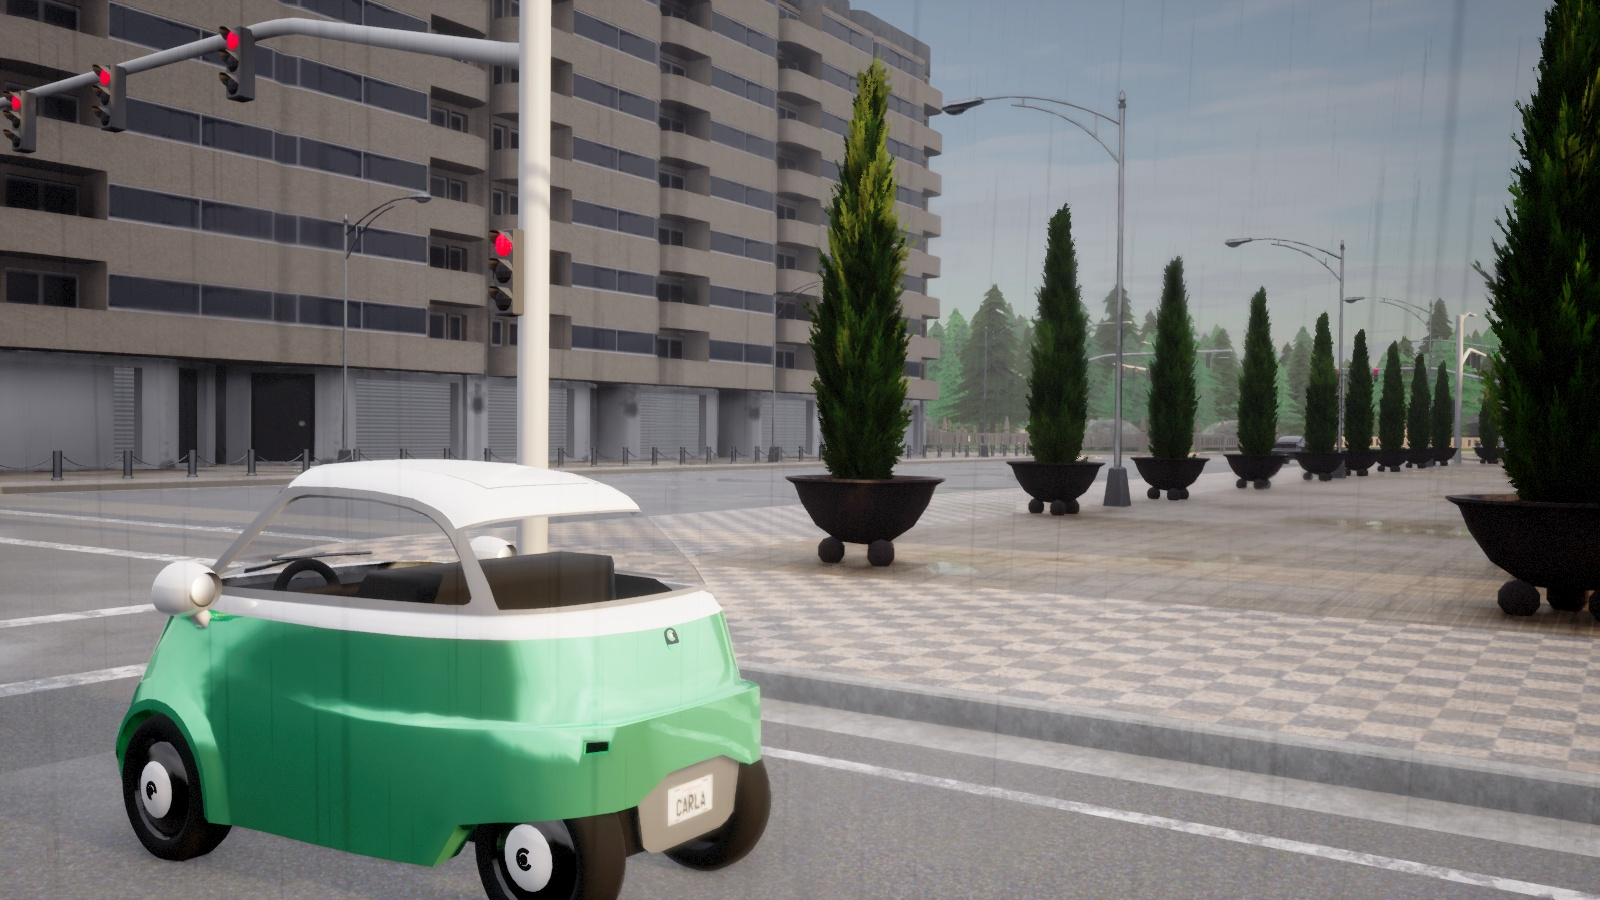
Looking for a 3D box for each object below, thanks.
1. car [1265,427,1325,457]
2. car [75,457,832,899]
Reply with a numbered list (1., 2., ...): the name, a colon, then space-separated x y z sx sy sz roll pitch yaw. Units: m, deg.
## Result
1. car: 25.735 -0.442 65.164 1.837 1.490 4.892 0 1 34
2. car: -1.218 0.737 4.433 2.207 1.376 1.481 0 1 34
